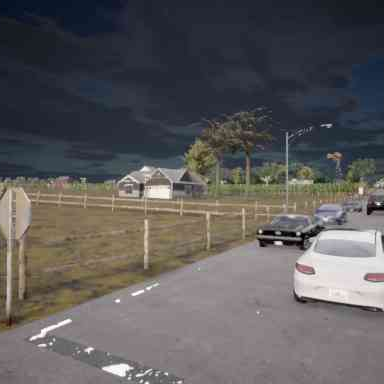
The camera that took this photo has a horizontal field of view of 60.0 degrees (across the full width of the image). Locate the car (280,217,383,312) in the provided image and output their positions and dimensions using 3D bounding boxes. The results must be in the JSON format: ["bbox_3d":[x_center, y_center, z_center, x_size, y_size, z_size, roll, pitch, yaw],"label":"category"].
[{"bbox_3d":[3.598,1.534,7.522,1.812,1.442,4.674,0,0,30],"label":"car"}]

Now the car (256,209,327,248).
[{"bbox_3d":[4.383,1.631,14.475,1.895,1.301,4.718,0,0,31],"label":"car"}]

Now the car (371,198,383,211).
[{"bbox_3d":[24.384,1.594,42.903,2.033,1.411,5.357,0,0,30],"label":"car"}]

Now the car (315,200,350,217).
[{"bbox_3d":[10.071,1.569,24.150,1.812,1.442,4.674,0,0,30],"label":"car"}]

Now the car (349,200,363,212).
[{"bbox_3d":[19.058,1.628,39.267,2.033,1.411,5.357,0,0,30],"label":"car"}]

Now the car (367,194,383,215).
[{"bbox_3d":[19.200,1.265,33.991,2.150,2.045,5.566,0,0,32],"label":"car"}]
